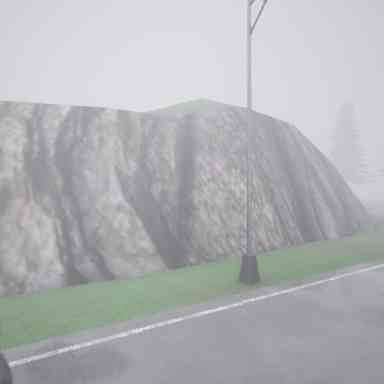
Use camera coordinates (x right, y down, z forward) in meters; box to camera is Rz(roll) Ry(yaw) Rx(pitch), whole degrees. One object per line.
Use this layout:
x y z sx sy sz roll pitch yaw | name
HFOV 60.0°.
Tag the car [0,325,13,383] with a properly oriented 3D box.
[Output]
-3.564 1.505 1.449 4.892 1.490 1.837 0 0 -35 | car
